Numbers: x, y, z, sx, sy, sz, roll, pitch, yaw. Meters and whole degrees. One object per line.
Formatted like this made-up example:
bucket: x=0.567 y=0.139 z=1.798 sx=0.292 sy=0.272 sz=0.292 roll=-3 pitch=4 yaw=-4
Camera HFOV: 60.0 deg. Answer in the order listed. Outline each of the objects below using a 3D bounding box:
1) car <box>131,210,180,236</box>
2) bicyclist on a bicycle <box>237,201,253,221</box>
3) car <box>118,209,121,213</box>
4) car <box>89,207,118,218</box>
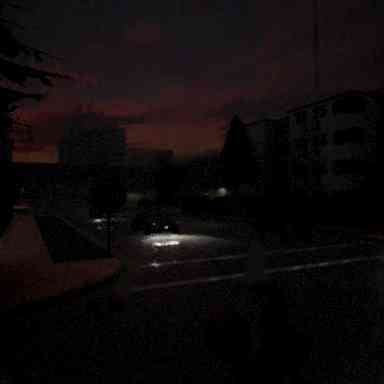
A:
car: x=-2.321 y=1.833 z=20.577 sx=1.994 sy=1.385 sz=4.181 roll=0 pitch=-1 yaw=-27
bicyclist on a bicycle: x=4.343 y=1.597 z=27.345 sx=1.656 sy=1.620 sz=0.582 roll=0 pitch=-1 yaw=-26
car: x=-11.526 y=2.098 z=45.312 sx=1.882 sy=1.535 sz=5.008 roll=0 pitch=-1 yaw=-41
car: x=-9.917 y=2.071 z=36.122 sx=2.033 sy=1.411 sz=5.357 roll=0 pitch=-1 yaw=-26
